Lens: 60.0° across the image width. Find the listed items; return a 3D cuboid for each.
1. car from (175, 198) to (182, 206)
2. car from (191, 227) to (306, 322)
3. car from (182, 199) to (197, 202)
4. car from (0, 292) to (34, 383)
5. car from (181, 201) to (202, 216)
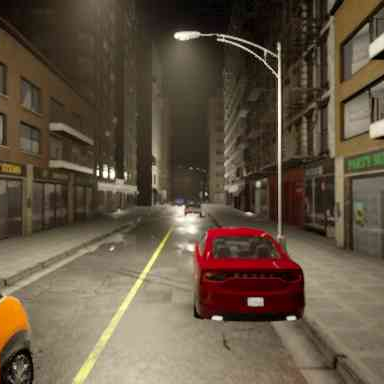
[{"bbox_3d":[-2.664,2.112,71.206,1.882,1.535,5.008,0,-1,0],"label":"car"},{"bbox_3d":[0.973,1.540,7.543,1.882,1.535,5.008,0,0,0],"label":"car"},{"bbox_3d":[0.084,1.885,46.053,2.128,1.511,4.902,0,-1,1],"label":"car"},{"bbox_3d":[-2.746,1.367,1.656,2.097,1.767,4.553,0,0,0],"label":"car"},{"bbox_3d":[0.123,1.904,35.977,1.895,1.301,4.718,0,-1,0],"label":"car"}]
